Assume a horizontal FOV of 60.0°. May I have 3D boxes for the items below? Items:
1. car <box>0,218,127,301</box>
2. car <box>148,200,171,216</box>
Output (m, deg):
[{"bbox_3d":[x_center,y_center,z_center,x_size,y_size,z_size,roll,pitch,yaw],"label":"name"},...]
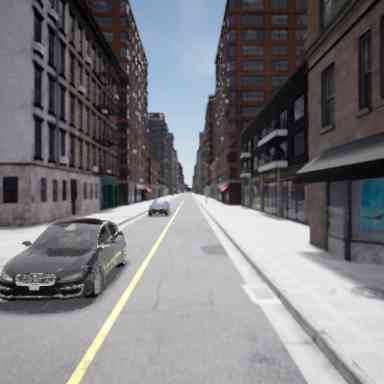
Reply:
[{"bbox_3d":[-2.911,1.492,8.526,1.837,1.490,4.892,0,0,0],"label":"car"},{"bbox_3d":[-3.004,1.473,31.628,2.033,1.411,5.357,0,0,0],"label":"car"}]
